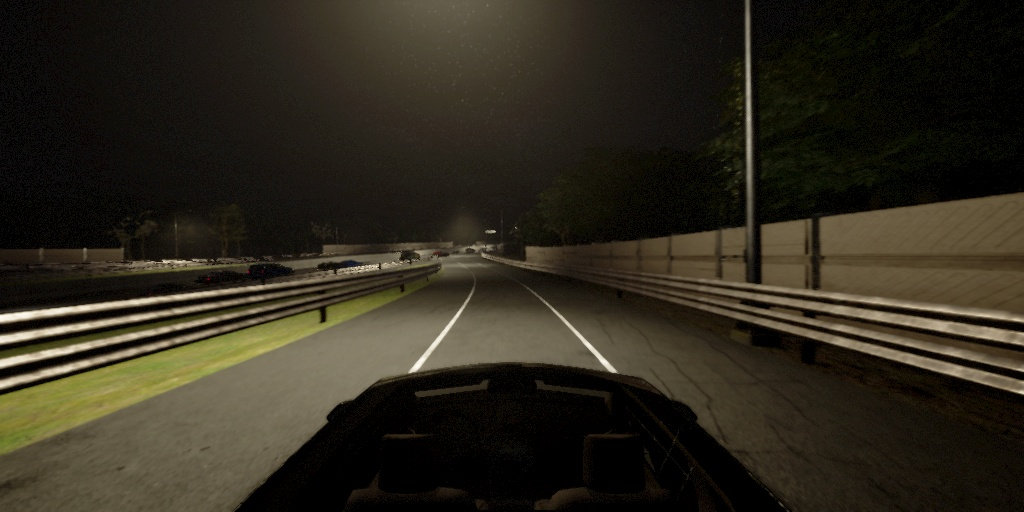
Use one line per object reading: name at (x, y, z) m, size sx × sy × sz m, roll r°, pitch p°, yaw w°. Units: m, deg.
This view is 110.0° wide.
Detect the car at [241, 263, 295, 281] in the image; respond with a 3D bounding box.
car at (-29.475, 1.909, 44.014) m, size 2.150 × 2.045 × 5.566 m, roll 0°, pitch 3°, yaw 9°

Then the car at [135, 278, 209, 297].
car at (-28.225, 2.976, 29.637) m, size 1.994 × 1.385 × 4.181 m, roll 0°, pitch 3°, yaw 9°

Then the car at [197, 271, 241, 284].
car at (-33.407, 2.403, 41.579) m, size 2.033 × 1.411 × 5.357 m, roll 0°, pitch 3°, yaw 9°

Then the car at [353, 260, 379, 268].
car at (-23.502, 1.483, 59.228) m, size 1.895 × 1.301 × 4.718 m, roll 0°, pitch 3°, yaw 9°
